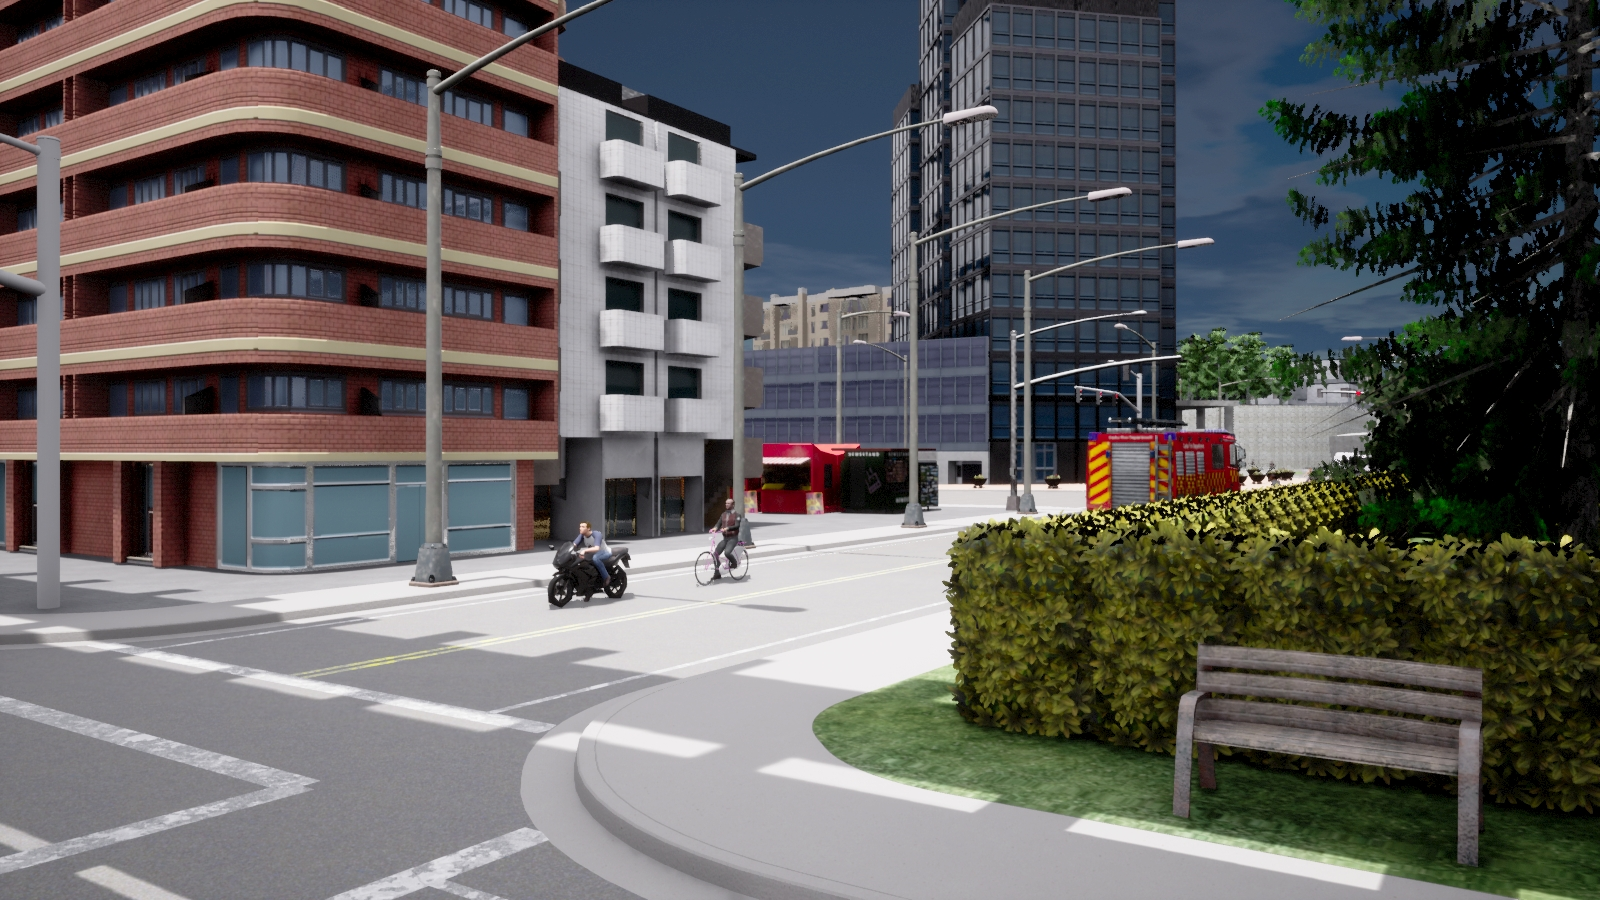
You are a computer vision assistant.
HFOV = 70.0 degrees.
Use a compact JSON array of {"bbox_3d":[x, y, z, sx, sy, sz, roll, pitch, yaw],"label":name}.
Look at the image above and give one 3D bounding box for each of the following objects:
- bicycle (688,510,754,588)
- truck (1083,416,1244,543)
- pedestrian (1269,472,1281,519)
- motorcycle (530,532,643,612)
[{"bbox_3d":[-1.641,2.048,23.979,0.329,1.496,1.835,0,0,34],"label":"bicycle"},{"bbox_3d":[12.538,0.890,38.809,2.891,3.827,8.468,0,0,34],"label":"truck"},{"bbox_3d":[19.324,1.848,46.481,0.375,1.860,0.375,0,0,42],"label":"pedestrian"},{"bbox_3d":[-3.850,2.174,20.756,0.803,1.224,2.033,0,0,34],"label":"motorcycle"}]
